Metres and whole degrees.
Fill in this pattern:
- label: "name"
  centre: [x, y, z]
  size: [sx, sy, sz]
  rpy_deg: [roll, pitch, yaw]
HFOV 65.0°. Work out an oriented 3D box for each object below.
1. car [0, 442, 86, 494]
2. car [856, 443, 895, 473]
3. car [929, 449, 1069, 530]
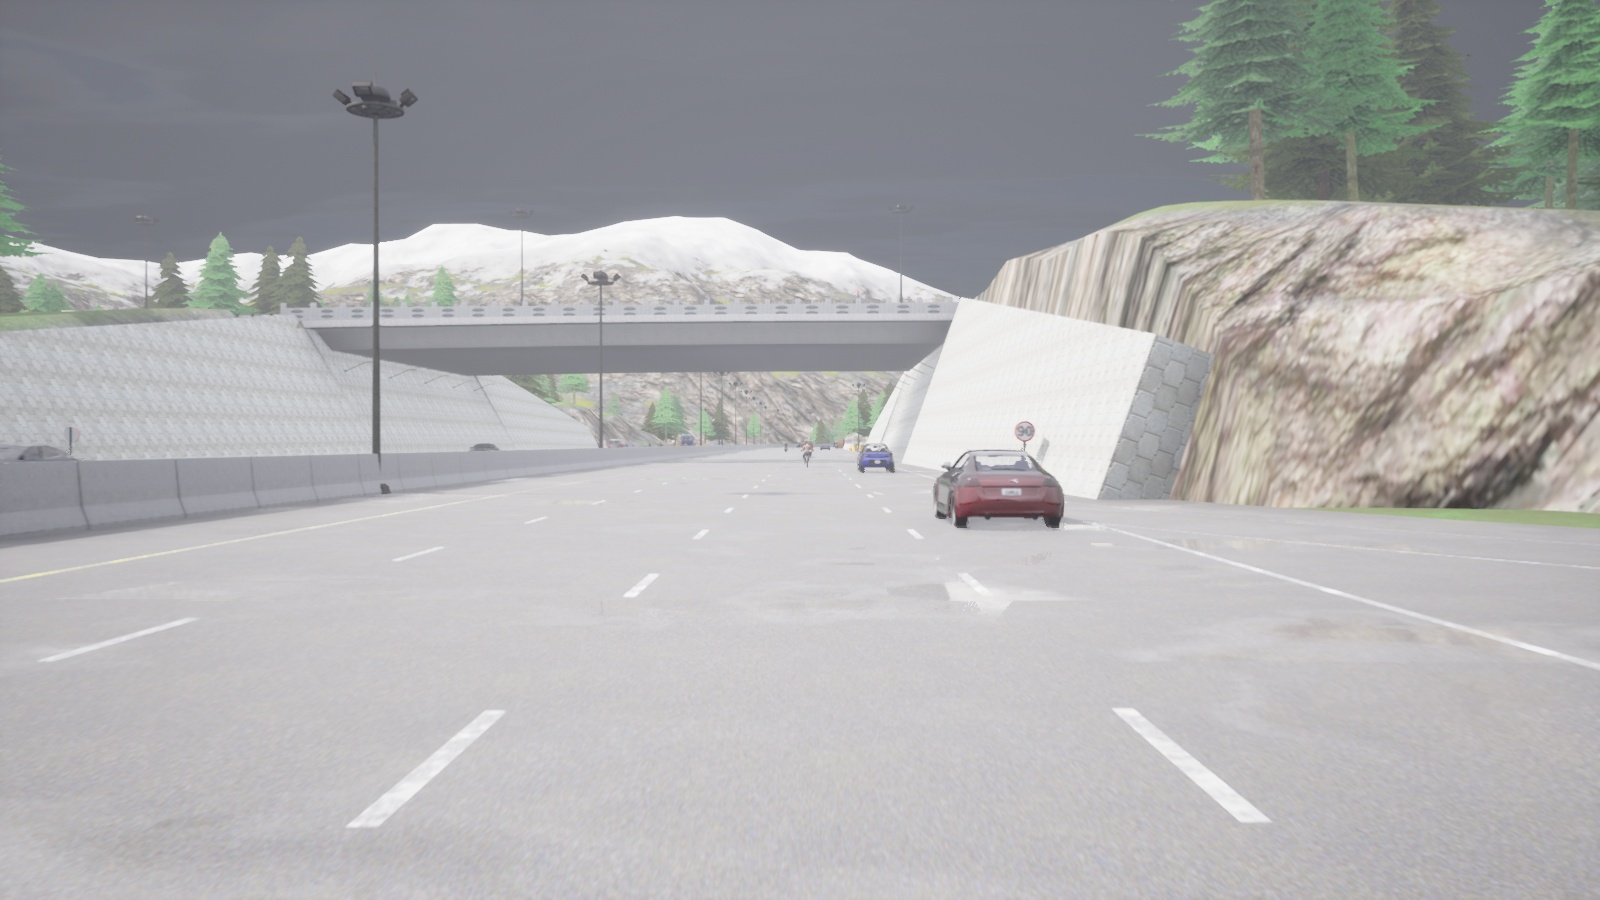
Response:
- label: "car"
  centre: [-24.267, 0.511, 38.347]
  size: [2.163, 1.488, 4.792]
  rpy_deg: [0, 0, 0]
- label: "car"
  centre: [3.885, 0.397, 65.051]
  size: [1.816, 1.474, 4.193]
  rpy_deg: [0, 0, 0]
- label: "car"
  centre: [3.650, 0.679, 23.744]
  size: [1.994, 1.385, 4.181]
  rpy_deg: [0, 0, 0]
